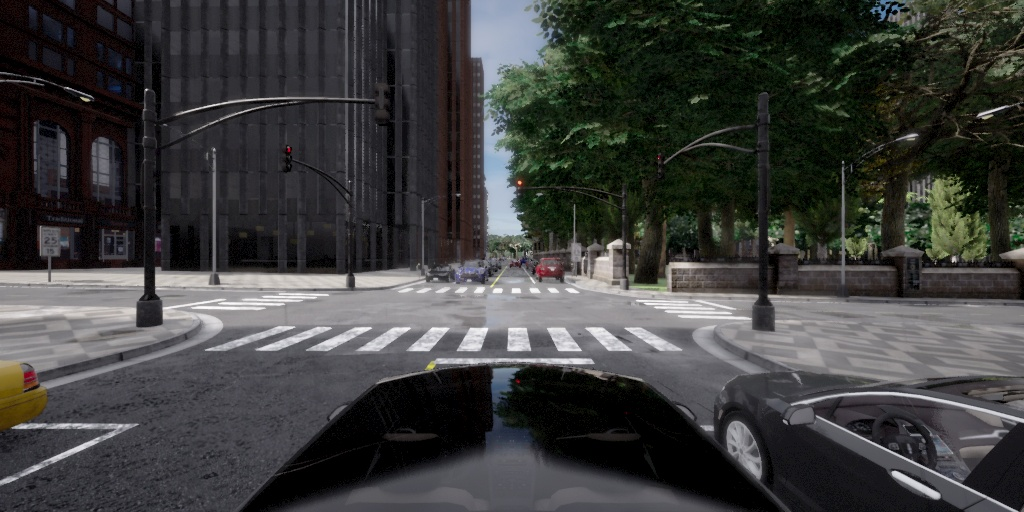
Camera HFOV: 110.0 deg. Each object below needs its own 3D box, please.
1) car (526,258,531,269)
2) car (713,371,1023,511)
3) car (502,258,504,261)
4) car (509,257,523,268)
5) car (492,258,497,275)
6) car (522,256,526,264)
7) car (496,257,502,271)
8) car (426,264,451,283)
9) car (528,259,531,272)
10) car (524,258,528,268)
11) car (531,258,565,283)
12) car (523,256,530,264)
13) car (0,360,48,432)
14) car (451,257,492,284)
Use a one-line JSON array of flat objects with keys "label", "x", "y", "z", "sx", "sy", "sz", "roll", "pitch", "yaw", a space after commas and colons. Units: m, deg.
[{"label": "car", "x": 3.087, "y": 1.329, "z": 44.748, "sx": 2.007, "sy": 1.370, "sz": 4.403, "roll": 0, "pitch": 0, "yaw": 0}, {"label": "car", "x": 2.760, "y": 1.300, "z": 1.716, "sx": 2.007, "sy": 1.370, "sz": 4.403, "roll": 0, "pitch": 0, "yaw": 0}, {"label": "car", "x": -2.664, "y": 1.355, "z": 55.429, "sx": 1.994, "sy": 1.385, "sz": 4.181, "roll": 0, "pitch": 0, "yaw": 1}, {"label": "car", "x": 0.536, "y": 1.323, "z": 61.252, "sx": 1.812, "sy": 1.442, "sz": 4.674, "roll": 0, "pitch": 0, "yaw": 0}, {"label": "car", "x": -2.842, "y": 1.273, "z": 35.942, "sx": 1.837, "sy": 1.490, "sz": 4.892, "roll": 0, "pitch": 0, "yaw": 1}, {"label": "car", "x": 3.211, "y": 1.237, "z": 61.118, "sx": 1.967, "sy": 1.591, "sz": 4.097, "roll": 0, "pitch": 0, "yaw": 0}, {"label": "car", "x": -2.764, "y": 1.270, "z": 45.439, "sx": 2.128, "sy": 1.511, "sz": 4.902, "roll": 0, "pitch": 0, "yaw": 0}, {"label": "car", "x": -5.562, "y": 1.326, "z": 28.436, "sx": 1.948, "sy": 1.339, "sz": 4.313, "roll": 0, "pitch": 0, "yaw": 0}, {"label": "car", "x": 3.046, "y": 1.338, "z": 39.292, "sx": 1.948, "sy": 1.339, "sz": 4.313, "roll": 0, "pitch": 0, "yaw": 0}, {"label": "car", "x": 3.129, "y": 1.335, "z": 50.205, "sx": 2.007, "sy": 1.370, "sz": 4.403, "roll": 0, "pitch": 0, "yaw": 0}, {"label": "car", "x": 2.963, "y": 1.075, "z": 28.380, "sx": 2.192, "sy": 1.841, "sz": 5.009, "roll": 0, "pitch": 0, "yaw": 0}, {"label": "car", "x": 3.170, "y": 1.231, "z": 55.661, "sx": 1.967, "sy": 1.591, "sz": 4.097, "roll": 0, "pitch": 0, "yaw": 0}, {"label": "car", "x": -5.766, "y": 1.275, "z": 1.602, "sx": 1.751, "sy": 1.417, "sz": 4.829, "roll": 0, "pitch": 0, "yaw": 0}, {"label": "car", "x": -2.912, "y": 1.112, "z": 26.839, "sx": 2.097, "sy": 1.767, "sz": 4.553, "roll": 0, "pitch": 0, "yaw": 0}]
